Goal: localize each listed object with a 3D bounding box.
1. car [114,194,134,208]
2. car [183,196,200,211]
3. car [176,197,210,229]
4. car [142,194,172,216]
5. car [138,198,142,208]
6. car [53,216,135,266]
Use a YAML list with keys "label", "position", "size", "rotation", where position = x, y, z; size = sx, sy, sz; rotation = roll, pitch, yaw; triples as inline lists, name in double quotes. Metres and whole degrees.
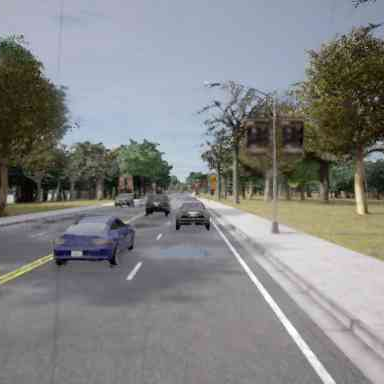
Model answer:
- label: "car"
  position: [-10.068, 1.291, 49.916]
  size: [2.150, 2.045, 5.566]
  rotation: [0, 0, 0]
- label: "car"
  position: [-0.085, 1.406, 42.478]
  size: [2.097, 1.767, 4.553]
  rotation: [0, 0, 0]
- label: "car"
  position: [0.045, 1.373, 21.812]
  size: [2.097, 1.767, 4.553]
  rotation: [0, 0, 0]
- label: "car"
  position: [-3.276, 1.259, 32.860]
  size: [2.150, 2.045, 5.566]
  rotation: [0, 0, -1]
- label: "car"
  position: [-6.815, 1.560, 49.372]
  size: [2.128, 1.511, 4.902]
  rotation: [0, 0, 0]
- label: "car"
  position: [-3.169, 1.533, 11.440]
  size: [1.812, 1.442, 4.674]
  rotation: [0, 0, 0]
